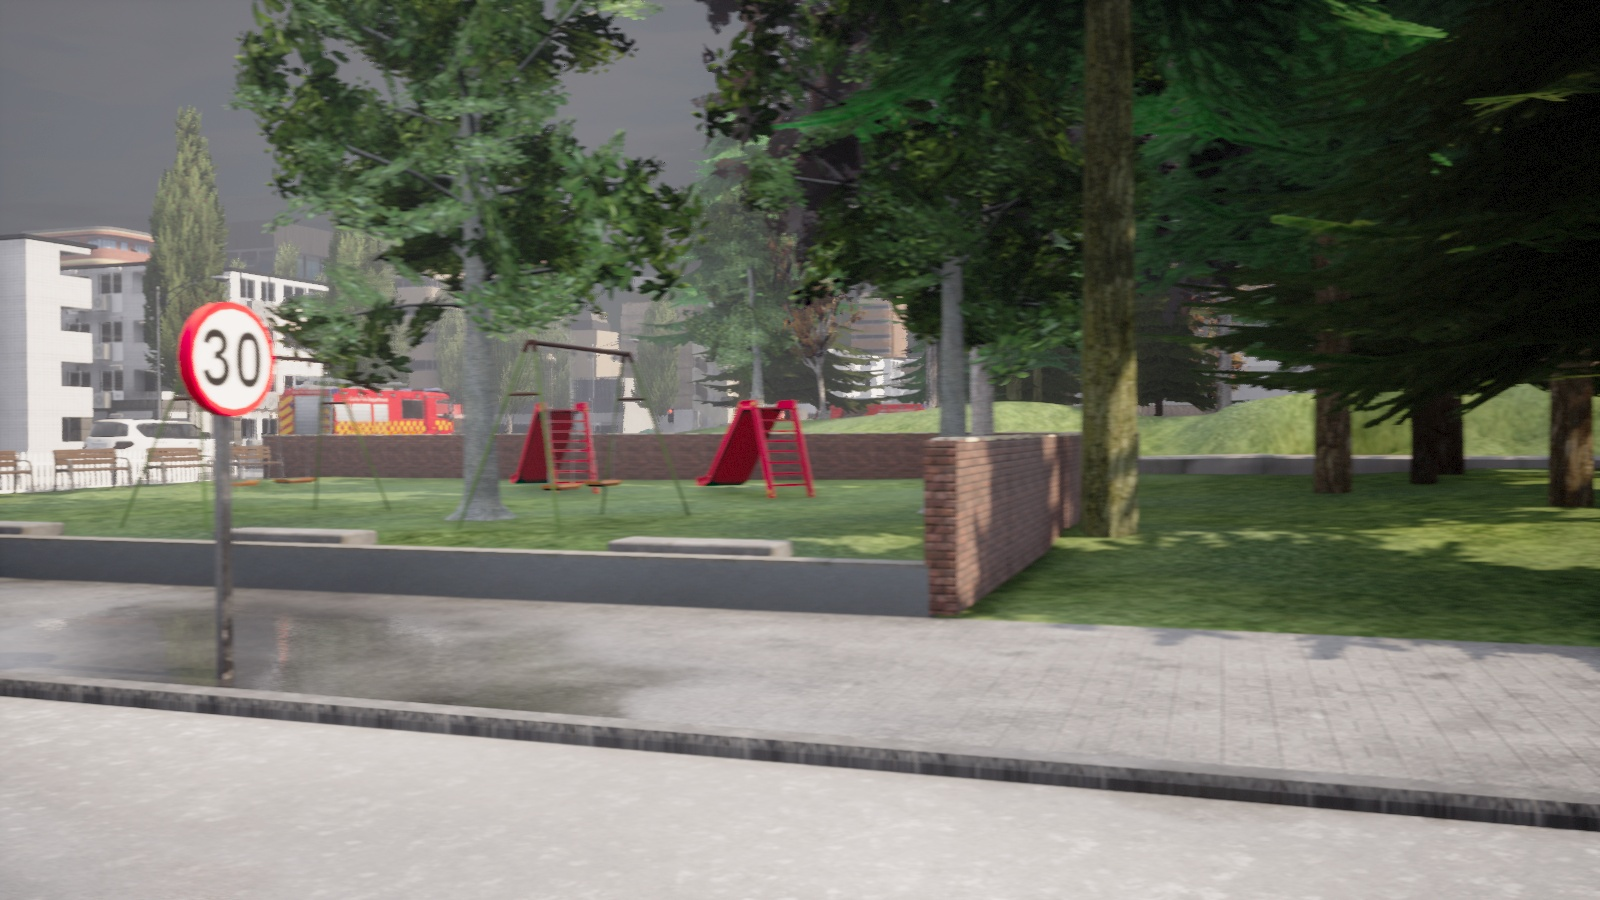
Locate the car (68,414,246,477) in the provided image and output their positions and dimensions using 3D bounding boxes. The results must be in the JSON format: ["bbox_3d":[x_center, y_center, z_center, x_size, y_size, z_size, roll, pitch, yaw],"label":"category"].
[{"bbox_3d":[-22.116,-0.199,43.517,2.150,2.045,5.566,0,1,19],"label":"car"}]

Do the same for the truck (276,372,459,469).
[{"bbox_3d":[-18.453,-1.242,54.305,2.891,3.827,8.468,0,1,19],"label":"truck"}]

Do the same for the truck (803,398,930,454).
[{"bbox_3d":[4.713,-1.719,88.849,8.468,3.827,2.891,0,1,19],"label":"truck"}]
